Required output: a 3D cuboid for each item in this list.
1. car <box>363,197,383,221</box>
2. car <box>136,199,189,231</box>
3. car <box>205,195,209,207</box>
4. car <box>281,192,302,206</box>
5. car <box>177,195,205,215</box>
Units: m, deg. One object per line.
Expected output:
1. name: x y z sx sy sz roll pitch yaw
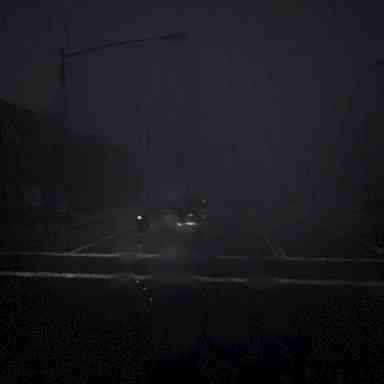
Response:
1. car: 13.198 1.060 22.370 1.837 1.490 4.892 0 1 7
2. car: -1.604 1.307 18.405 1.895 1.301 4.718 0 1 7
3. car: 0.834 0.983 37.560 1.895 1.301 4.718 0 1 8
4. car: 11.808 0.778 39.544 2.128 1.511 4.902 0 1 7
5. car: -0.441 1.041 27.670 2.128 1.511 4.902 0 1 7
